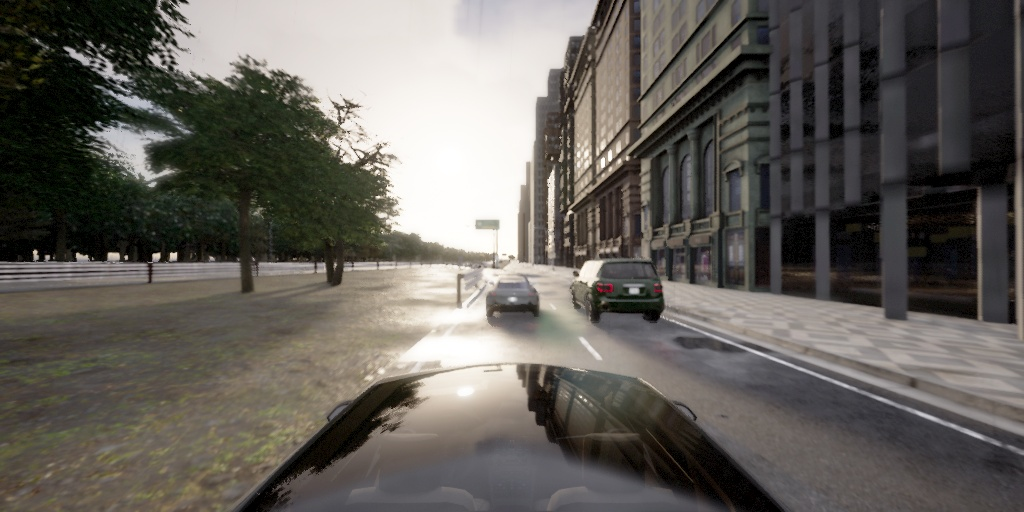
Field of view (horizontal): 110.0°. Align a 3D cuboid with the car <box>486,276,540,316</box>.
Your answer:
[{"bbox_3d":[0.046,1.473,14.237,1.994,1.385,4.181,0,-1,1],"label":"car"}]

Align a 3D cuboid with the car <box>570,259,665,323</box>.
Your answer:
[{"bbox_3d":[3.532,1.115,12.971,2.150,2.045,5.566,0,0,0],"label":"car"}]
